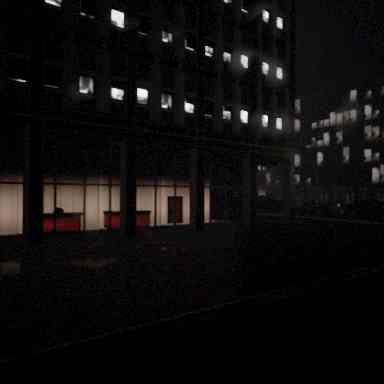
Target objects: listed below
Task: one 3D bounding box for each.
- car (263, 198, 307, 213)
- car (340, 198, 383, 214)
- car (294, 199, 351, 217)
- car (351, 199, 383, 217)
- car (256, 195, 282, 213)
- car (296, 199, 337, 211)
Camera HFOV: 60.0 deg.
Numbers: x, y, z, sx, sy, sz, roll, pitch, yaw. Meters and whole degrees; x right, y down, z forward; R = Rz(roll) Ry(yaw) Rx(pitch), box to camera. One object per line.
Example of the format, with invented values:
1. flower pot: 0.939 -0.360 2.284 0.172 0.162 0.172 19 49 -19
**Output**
1. car: 10.427 1.512 37.765 1.812 1.442 4.674 1 0 -36
2. car: 18.711 1.507 36.532 1.967 1.590 4.097 1 0 -36
3. car: 11.863 1.527 31.260 1.752 1.417 4.829 1 0 -36
4. car: 16.359 1.522 29.749 1.882 1.535 5.008 1 0 -38
5. car: 8.413 1.282 35.982 2.192 1.841 5.009 1 0 -36
6. car: 15.310 1.584 41.080 2.008 1.369 4.403 1 0 -36
